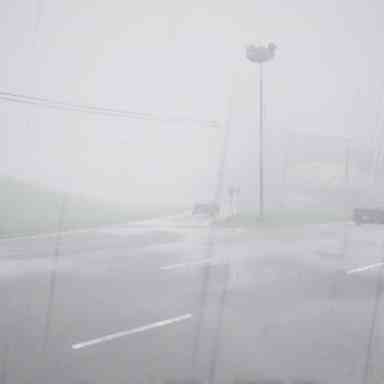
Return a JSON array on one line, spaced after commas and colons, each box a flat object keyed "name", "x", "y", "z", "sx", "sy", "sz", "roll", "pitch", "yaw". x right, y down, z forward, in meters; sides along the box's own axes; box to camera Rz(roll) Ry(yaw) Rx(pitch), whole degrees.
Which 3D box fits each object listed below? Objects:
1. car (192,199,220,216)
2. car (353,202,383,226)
[{"name": "car", "x": 1.340, "y": 1.413, "z": 30.976, "sx": 1.812, "sy": 1.442, "sz": 4.674, "roll": 0, "pitch": 0, "yaw": 17}, {"name": "car", "x": 12.216, "y": 1.347, "z": 21.050, "sx": 5.008, "sy": 1.535, "sz": 1.882, "roll": 0, "pitch": 0, "yaw": -35}]
